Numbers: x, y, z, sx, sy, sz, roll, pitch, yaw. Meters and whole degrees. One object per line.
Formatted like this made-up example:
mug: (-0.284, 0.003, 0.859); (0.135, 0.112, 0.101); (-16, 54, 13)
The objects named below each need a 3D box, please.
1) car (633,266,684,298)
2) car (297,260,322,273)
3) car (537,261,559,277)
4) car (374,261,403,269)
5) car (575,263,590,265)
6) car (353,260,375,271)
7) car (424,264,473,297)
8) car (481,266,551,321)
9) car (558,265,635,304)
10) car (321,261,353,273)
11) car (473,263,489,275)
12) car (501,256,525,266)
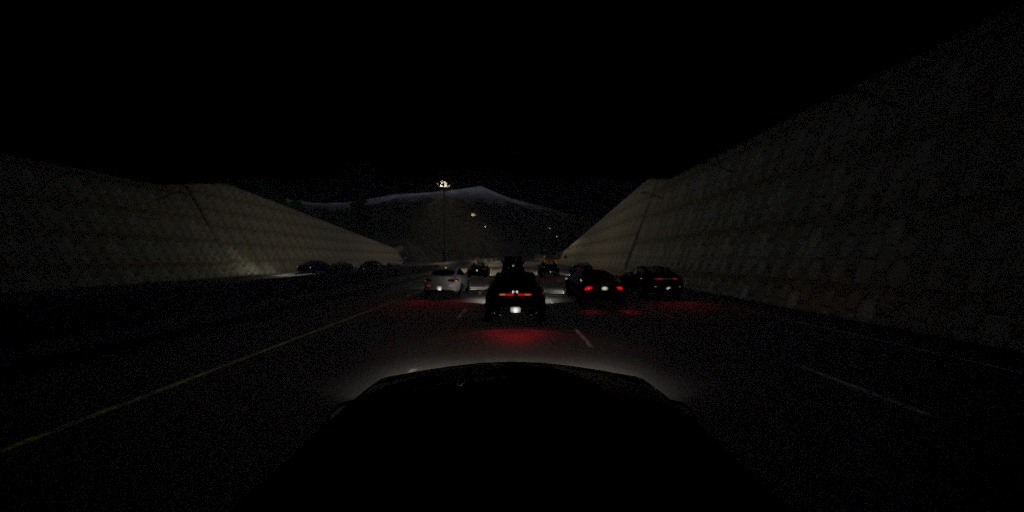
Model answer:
car: (7.108, 1.264, 18.717); (2.128, 1.511, 4.902); (0, 0, 0)
car: (-24.541, 1.285, 44.461); (1.882, 1.535, 5.008); (0, 0, 0)
car: (3.630, 1.287, 36.114); (2.128, 1.511, 4.902); (0, 0, 0)
car: (-14.051, 1.405, 42.038); (1.895, 1.301, 4.718); (0, 0, 0)
car: (7.130, 1.360, 36.376); (1.994, 1.385, 4.181); (0, 0, 0)
car: (-17.534, 1.315, 44.835); (1.837, 1.490, 4.892); (0, -1, 0)
car: (-3.392, 1.299, 19.101); (1.812, 1.442, 4.674); (0, 0, 0)
car: (0.103, 1.269, 12.494); (1.837, 1.490, 4.892); (0, 0, 0)
car: (3.606, 1.317, 16.454); (2.033, 1.411, 5.357); (0, 0, 0)
car: (-21.036, 1.371, 44.099); (1.994, 1.385, 4.181); (0, 0, 0)
car: (-3.370, 1.360, 36.507); (1.994, 1.385, 4.181); (0, 0, 0)
car: (0.130, 1.017, 35.565); (2.150, 2.045, 5.566); (0, 0, 0)
